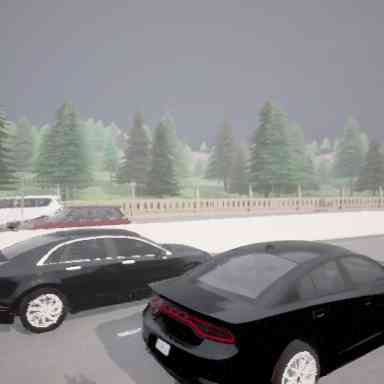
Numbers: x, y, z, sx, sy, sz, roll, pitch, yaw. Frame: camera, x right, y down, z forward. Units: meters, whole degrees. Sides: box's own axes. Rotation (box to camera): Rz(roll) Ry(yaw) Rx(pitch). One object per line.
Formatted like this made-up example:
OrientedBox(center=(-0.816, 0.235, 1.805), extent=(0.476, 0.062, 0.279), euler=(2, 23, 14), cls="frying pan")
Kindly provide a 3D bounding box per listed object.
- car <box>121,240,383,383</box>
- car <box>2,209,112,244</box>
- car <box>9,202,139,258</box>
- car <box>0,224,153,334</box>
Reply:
OrientedBox(center=(1.719, 1.471, 4.925), extent=(5.008, 1.535, 1.882), euler=(0, 0, -35), cls="car")
OrientedBox(center=(-6.567, 1.594, 16.399), extent=(4.718, 1.301, 1.895), euler=(0, 0, -34), cls="car")
OrientedBox(center=(-4.690, 1.346, 13.404), extent=(4.553, 1.767, 2.097), euler=(0, 0, -34), cls="car")
OrientedBox(center=(-1.710, 1.501, 6.800), extent=(4.892, 1.490, 1.837), euler=(0, 0, -35), cls="car")
